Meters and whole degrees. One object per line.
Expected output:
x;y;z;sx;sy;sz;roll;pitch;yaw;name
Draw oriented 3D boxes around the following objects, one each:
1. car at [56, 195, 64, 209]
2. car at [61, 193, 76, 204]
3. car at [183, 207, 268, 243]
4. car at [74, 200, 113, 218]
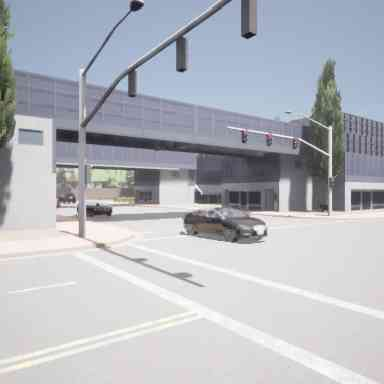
-18.984;1.478;44.299;1.882;1.535;5.008;0;0;-36;car
-23.749;1.221;63.027;2.150;2.045;5.566;0;0;-36;car
1.482;1.493;16.317;2.128;1.511;4.902;0;0;-37;car
-8.929;1.601;30.456;1.895;1.301;4.718;0;0;-36;car
